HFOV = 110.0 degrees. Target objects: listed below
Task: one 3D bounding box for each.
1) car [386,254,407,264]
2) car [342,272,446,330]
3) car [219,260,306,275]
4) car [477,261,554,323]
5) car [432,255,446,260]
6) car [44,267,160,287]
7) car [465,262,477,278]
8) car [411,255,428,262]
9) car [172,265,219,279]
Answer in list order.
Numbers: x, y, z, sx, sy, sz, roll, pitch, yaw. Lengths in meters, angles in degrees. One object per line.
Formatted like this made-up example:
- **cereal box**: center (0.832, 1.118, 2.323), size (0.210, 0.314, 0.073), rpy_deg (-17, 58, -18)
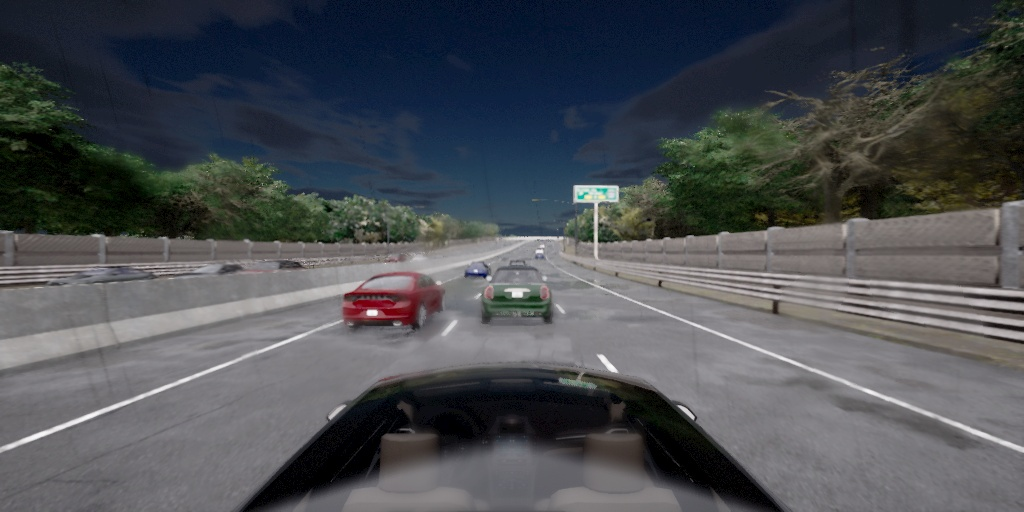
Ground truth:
- **car**: center (-19.521, 0.406, 60.669), size (2.097, 1.767, 4.553), rpy_deg (0, 1, 3)
- **car**: center (-3.344, 1.215, 11.109), size (1.882, 1.535, 5.008), rpy_deg (0, 0, 0)
- **car**: center (-13.916, 1.054, 20.800), size (2.097, 1.767, 4.553), rpy_deg (0, 0, 1)
- **car**: center (0.168, 1.090, 12.159), size (2.097, 1.767, 4.553), rpy_deg (0, 0, 1)
- **car**: center (-12.462, 0.552, 61.756), size (1.812, 1.442, 4.674), rpy_deg (0, 1, 3)
- **car**: center (-20.953, 1.273, 18.612), size (1.994, 1.385, 4.181), rpy_deg (0, 0, 1)
- **car**: center (-2.976, 1.176, 31.939), size (1.994, 1.385, 4.181), rpy_deg (0, 1, 2)
- **car**: center (-15.952, 0.548, 61.953), size (1.812, 1.442, 4.674), rpy_deg (0, 1, 3)
- **car**: center (-17.414, 1.224, 21.133), size (1.812, 1.442, 4.674), rpy_deg (0, 0, 1)
